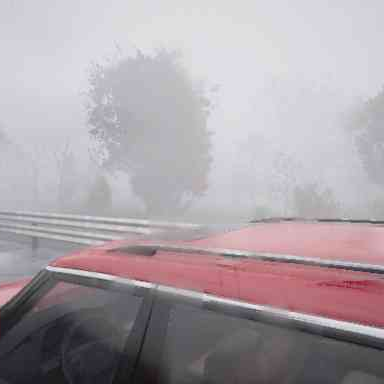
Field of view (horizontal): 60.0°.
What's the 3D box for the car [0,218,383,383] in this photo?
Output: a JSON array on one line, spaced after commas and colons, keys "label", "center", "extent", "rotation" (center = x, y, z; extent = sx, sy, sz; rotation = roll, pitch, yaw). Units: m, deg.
[{"label": "car", "center": [0.224, 1.192, 1.866], "extent": [5.566, 2.045, 2.150], "rotation": [0, 1, 35]}]
